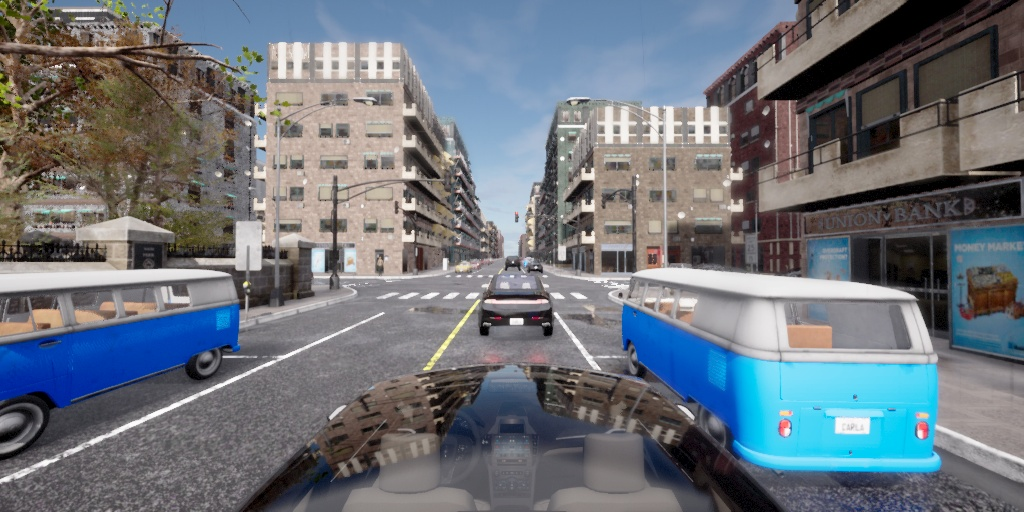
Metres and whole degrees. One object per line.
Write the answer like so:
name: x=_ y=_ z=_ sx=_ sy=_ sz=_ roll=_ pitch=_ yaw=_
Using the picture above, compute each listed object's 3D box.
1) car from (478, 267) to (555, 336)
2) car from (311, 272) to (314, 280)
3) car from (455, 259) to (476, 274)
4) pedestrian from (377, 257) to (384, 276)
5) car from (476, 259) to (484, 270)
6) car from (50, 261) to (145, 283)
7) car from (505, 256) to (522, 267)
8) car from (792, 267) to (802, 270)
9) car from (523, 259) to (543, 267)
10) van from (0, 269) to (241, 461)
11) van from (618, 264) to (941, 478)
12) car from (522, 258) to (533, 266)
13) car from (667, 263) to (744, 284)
car: x=0.103 y=1.243 z=10.390 sx=2.128 sy=1.511 sz=4.902 roll=0 pitch=0 yaw=0
car: x=-16.578 y=0.998 z=25.364 sx=4.553 sy=1.767 sz=2.097 roll=0 pitch=-1 yaw=1
car: x=-5.673 y=1.287 z=42.439 sx=1.751 sy=1.417 sz=4.829 roll=0 pitch=0 yaw=0
pedestrian: x=-12.526 y=0.965 z=34.054 sx=0.375 sy=1.860 sz=0.375 roll=0 pitch=-1 yaw=1
car: x=-5.669 y=1.205 z=53.895 sx=1.967 sy=1.591 sz=4.097 roll=0 pitch=0 yaw=0
car: x=-29.418 y=1.102 z=25.521 sx=4.674 sy=1.442 sz=1.812 roll=1 pitch=-1 yaw=1
car: x=0.121 y=0.986 z=52.545 sx=2.150 sy=2.045 sz=5.566 roll=0 pitch=0 yaw=0
car: x=24.924 y=1.545 z=30.630 sx=4.313 sy=1.339 sz=1.948 roll=0 pitch=0 yaw=1
car: x=2.708 y=1.327 z=42.606 sx=1.948 sy=1.339 sz=4.313 roll=0 pitch=0 yaw=0
van: x=-5.655 y=1.091 z=4.664 sx=1.690 sy=1.789 sz=3.998 roll=0 pitch=0 yaw=0
van: x=2.660 y=1.091 z=4.659 sx=1.690 sy=1.789 sz=3.998 roll=0 pitch=0 yaw=0
car: x=2.710 y=1.314 z=48.249 sx=2.007 sy=1.370 sz=4.403 roll=0 pitch=0 yaw=0
car: x=15.102 y=1.356 z=28.175 sx=5.008 sy=1.535 sz=1.882 roll=0 pitch=-1 yaw=1
